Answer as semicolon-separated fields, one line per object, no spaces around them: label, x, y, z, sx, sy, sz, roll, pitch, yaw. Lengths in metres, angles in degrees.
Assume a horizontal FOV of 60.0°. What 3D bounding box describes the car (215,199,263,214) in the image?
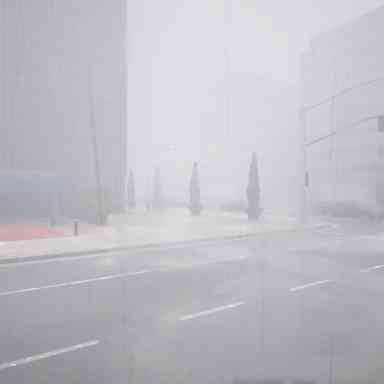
car;5.289;1.548;36.206;2.033;1.411;5.357;0;0;-35

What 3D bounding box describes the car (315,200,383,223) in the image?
car;12.528;1.492;25.802;2.128;1.511;4.902;0;0;-35

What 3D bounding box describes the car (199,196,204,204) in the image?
car;0.269;1.352;62.154;2.097;1.767;4.553;0;0;-35

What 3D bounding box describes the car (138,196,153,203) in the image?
car;-9.874;1.520;70.413;2.128;1.511;4.902;0;0;-35

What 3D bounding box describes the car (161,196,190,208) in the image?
car;-2.235;1.526;47.032;1.812;1.442;4.674;0;0;-35

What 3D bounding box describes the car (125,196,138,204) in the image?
car;-12.399;1.533;61.799;1.812;1.442;4.674;0;0;-35

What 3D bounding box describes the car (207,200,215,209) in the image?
car;4.107;1.601;44.034;1.895;1.301;4.718;0;0;-35

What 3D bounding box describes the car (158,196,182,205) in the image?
car;-4.158;1.547;62.386;2.033;1.411;5.357;0;0;-35

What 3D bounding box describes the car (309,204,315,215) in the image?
car;13.233;1.526;31.111;1.812;1.442;4.674;0;0;-37

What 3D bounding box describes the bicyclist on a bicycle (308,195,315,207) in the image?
bicyclist on a bicycle;16.857;1.301;46.689;1.656;1.620;0.582;0;0;-35
